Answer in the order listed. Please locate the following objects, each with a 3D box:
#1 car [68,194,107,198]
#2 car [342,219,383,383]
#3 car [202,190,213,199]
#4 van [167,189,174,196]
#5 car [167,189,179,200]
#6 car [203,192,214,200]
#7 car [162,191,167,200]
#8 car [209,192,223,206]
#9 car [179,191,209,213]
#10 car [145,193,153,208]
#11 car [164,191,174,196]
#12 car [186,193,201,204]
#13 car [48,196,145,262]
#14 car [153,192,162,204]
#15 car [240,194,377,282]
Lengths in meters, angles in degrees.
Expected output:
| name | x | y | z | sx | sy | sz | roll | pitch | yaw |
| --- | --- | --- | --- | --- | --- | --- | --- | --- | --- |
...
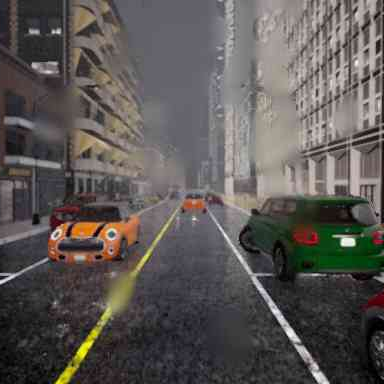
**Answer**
| name | x | y | z | sx | sy | sz | roll | pitch | yaw |
| --- | --- | --- | --- | --- | --- | --- | --- | --- | --- |
| car | -5.649 | 1.035 | 17.630 | 2.192 | 1.841 | 5.009 | 0 | 1 | 0 |
| car | 3.118 | 1.315 | 2.248 | 2.097 | 1.767 | 4.553 | 0 | 1 | 0 |
| car | 2.836 | 0.473 | 62.795 | 1.967 | 1.590 | 4.097 | 0 | 1 | 0 |
| van | -5.492 | 0.037 | 85.406 | 1.690 | 1.788 | 3.998 | 0 | 1 | 0 |
| car | -2.867 | 0.648 | 57.283 | 1.837 | 1.490 | 4.892 | 0 | 1 | 0 |
| car | 2.823 | 0.699 | 57.150 | 1.802 | 1.307 | 4.206 | 0 | 1 | 0 |
| car | -5.557 | 0.660 | 57.169 | 1.887 | 1.381 | 4.507 | 0 | 1 | 0 |
| car | 2.784 | 0.954 | 40.206 | 1.802 | 1.307 | 4.206 | 0 | 1 | 0 |
| car | 0.162 | 0.877 | 30.458 | 2.097 | 1.767 | 4.553 | 0 | 1 | 0 |
| car | -5.609 | 1.008 | 34.577 | 2.008 | 1.369 | 4.403 | 0 | 1 | 0 |
| car | -5.505 | 0.346 | 79.761 | 1.947 | 1.339 | 4.313 | 0 | 1 | 0 |
| car | 0.207 | 0.826 | 46.380 | 2.033 | 1.411 | 5.357 | 0 | 1 | 0 |
| car | -3.074 | 1.170 | 11.368 | 2.097 | 1.767 | 4.553 | 0 | 1 | 0 |
| car | -5.584 | 0.813 | 45.703 | 1.752 | 1.417 | 4.829 | 0 | 1 | 0 |
| car | 3.052 | 1.071 | 9.472 | 2.150 | 2.045 | 5.566 | 0 | 1 | -3 |
